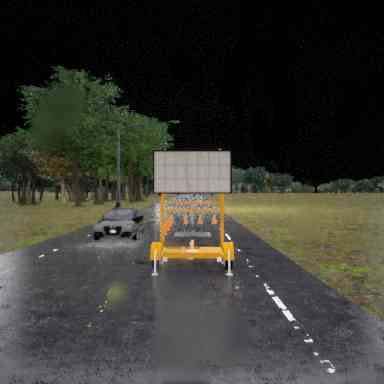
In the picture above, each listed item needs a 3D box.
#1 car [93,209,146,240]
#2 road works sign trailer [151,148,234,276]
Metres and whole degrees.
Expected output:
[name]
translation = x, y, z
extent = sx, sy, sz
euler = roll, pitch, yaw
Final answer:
[car]
translation = -3.462, 1.525, 16.542
extent = 1.994, 1.385, 4.181
euler = 0, 0, 0
[road works sign trailer]
translation = 0.011, 0.445, 10.301
extent = 2.380, 3.560, 2.880
euler = 0, 0, 0
